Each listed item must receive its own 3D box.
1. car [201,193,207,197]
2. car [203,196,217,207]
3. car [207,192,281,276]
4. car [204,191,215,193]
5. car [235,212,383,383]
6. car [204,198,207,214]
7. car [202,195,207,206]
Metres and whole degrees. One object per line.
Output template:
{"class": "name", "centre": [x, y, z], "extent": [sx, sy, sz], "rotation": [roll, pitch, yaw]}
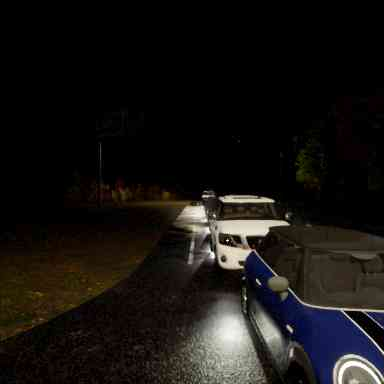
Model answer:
{"class": "car", "centre": [2.393, 1.273, 41.599], "extent": [2.128, 1.511, 4.902], "rotation": [0, 0, 1]}
{"class": "car", "centre": [2.568, 1.313, 48.008], "extent": [1.994, 1.385, 4.181], "rotation": [0, 0, 2]}
{"class": "car", "centre": [1.716, 1.160, 10.502], "extent": [2.150, 2.045, 5.566], "rotation": [0, 0, 1]}
{"class": "car", "centre": [2.743, 0.937, 54.441], "extent": [2.150, 2.045, 5.566], "rotation": [0, 0, 2]}
{"class": "car", "centre": [1.940, 1.338, 4.156], "extent": [2.097, 1.767, 4.553], "rotation": [0, 0, 0]}
{"class": "car", "centre": [1.978, 1.379, 23.089], "extent": [1.837, 1.490, 4.892], "rotation": [0, 0, 1]}
{"class": "car", "centre": [2.113, 1.321, 29.343], "extent": [1.882, 1.535, 5.008], "rotation": [0, 0, 1]}
